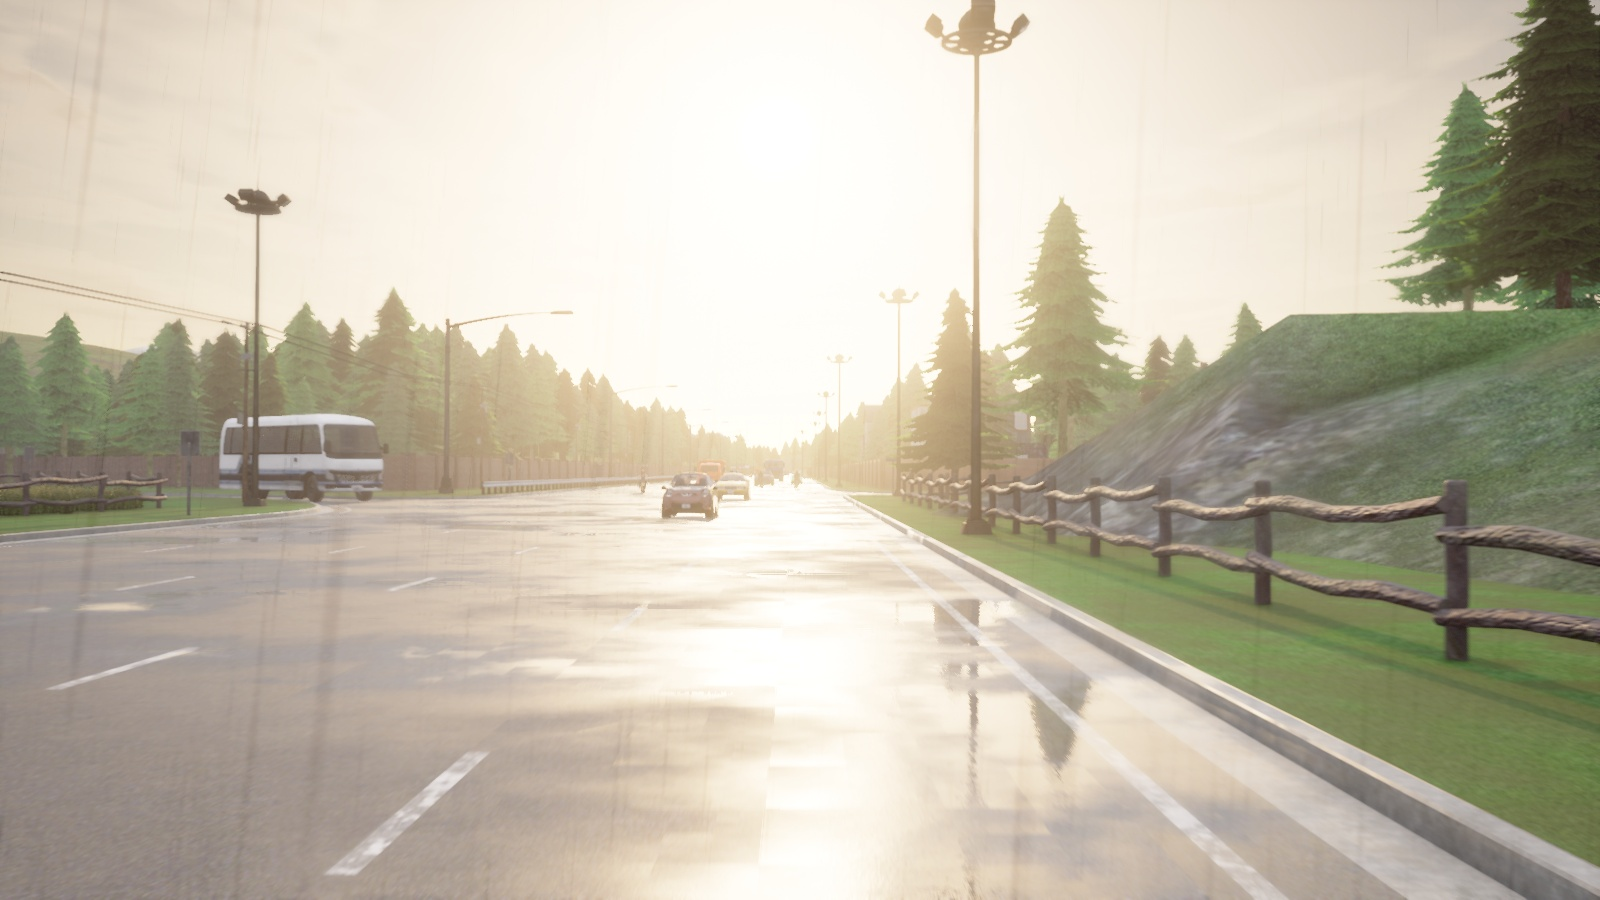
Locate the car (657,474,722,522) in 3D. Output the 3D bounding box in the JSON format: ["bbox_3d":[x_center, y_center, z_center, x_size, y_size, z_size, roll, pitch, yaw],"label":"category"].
[{"bbox_3d":[-3.600,1.551,41.437,1.845,1.501,3.633,0,-1,0],"label":"car"}]

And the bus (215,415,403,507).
[{"bbox_3d":[-24.597,0.607,62.631,10.273,4.253,3.944,-1,-1,37],"label":"bus"}]

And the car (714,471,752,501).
[{"bbox_3d":[-3.666,1.948,69.109,1.801,1.575,5.366,0,-1,0],"label":"car"}]
